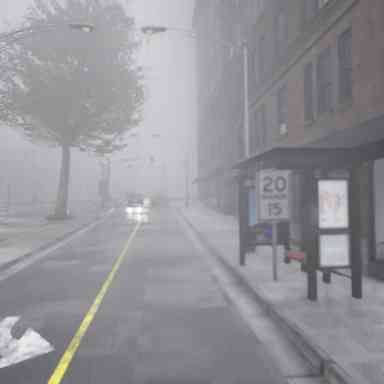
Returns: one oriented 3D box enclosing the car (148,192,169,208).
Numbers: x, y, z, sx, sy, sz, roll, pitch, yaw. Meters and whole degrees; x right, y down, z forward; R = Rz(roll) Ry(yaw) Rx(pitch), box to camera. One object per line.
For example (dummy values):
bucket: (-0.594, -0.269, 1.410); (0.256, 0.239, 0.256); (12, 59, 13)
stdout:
car: (-3.748, 0.946, 37.895); (1.837, 1.490, 4.892); (-1, 2, -6)

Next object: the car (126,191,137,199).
car: (-12.369, 0.596, 68.084); (2.008, 1.369, 4.403); (1, 0, -6)

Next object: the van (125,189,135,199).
van: (-12.014, 0.411, 64.781); (1.690, 1.788, 3.998); (1, 0, -6)

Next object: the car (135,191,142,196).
car: (-15.136, 0.466, 94.083); (1.802, 1.307, 4.206); (1, 0, -6)

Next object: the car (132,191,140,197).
car: (-14.016, 0.484, 83.561); (1.887, 1.381, 4.507); (1, 0, -6)

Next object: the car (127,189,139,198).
car: (-12.892, 0.323, 73.039); (2.192, 1.841, 5.009); (1, 0, -6)

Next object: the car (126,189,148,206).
car: (-6.943, 0.829, 41.554); (2.128, 1.511, 4.902); (-1, 2, -6)
